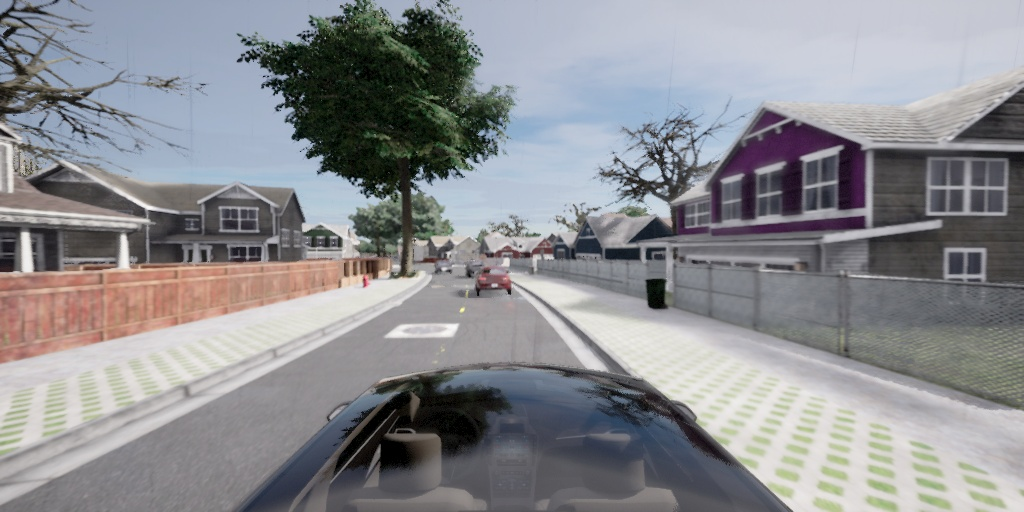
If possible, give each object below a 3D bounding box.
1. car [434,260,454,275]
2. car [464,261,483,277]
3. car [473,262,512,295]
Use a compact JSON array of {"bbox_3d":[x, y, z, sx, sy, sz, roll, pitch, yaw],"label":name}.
[{"bbox_3d":[-7.749,1.260,40.604,2.128,1.511,4.902,0,0,-13],"label":"car"},{"bbox_3d":[-3.521,1.227,34.873,2.128,1.511,4.902,0,0,-12],"label":"car"},{"bbox_3d":[-1.070,1.259,19.670,1.812,1.442,4.674,0,0,-6],"label":"car"}]
